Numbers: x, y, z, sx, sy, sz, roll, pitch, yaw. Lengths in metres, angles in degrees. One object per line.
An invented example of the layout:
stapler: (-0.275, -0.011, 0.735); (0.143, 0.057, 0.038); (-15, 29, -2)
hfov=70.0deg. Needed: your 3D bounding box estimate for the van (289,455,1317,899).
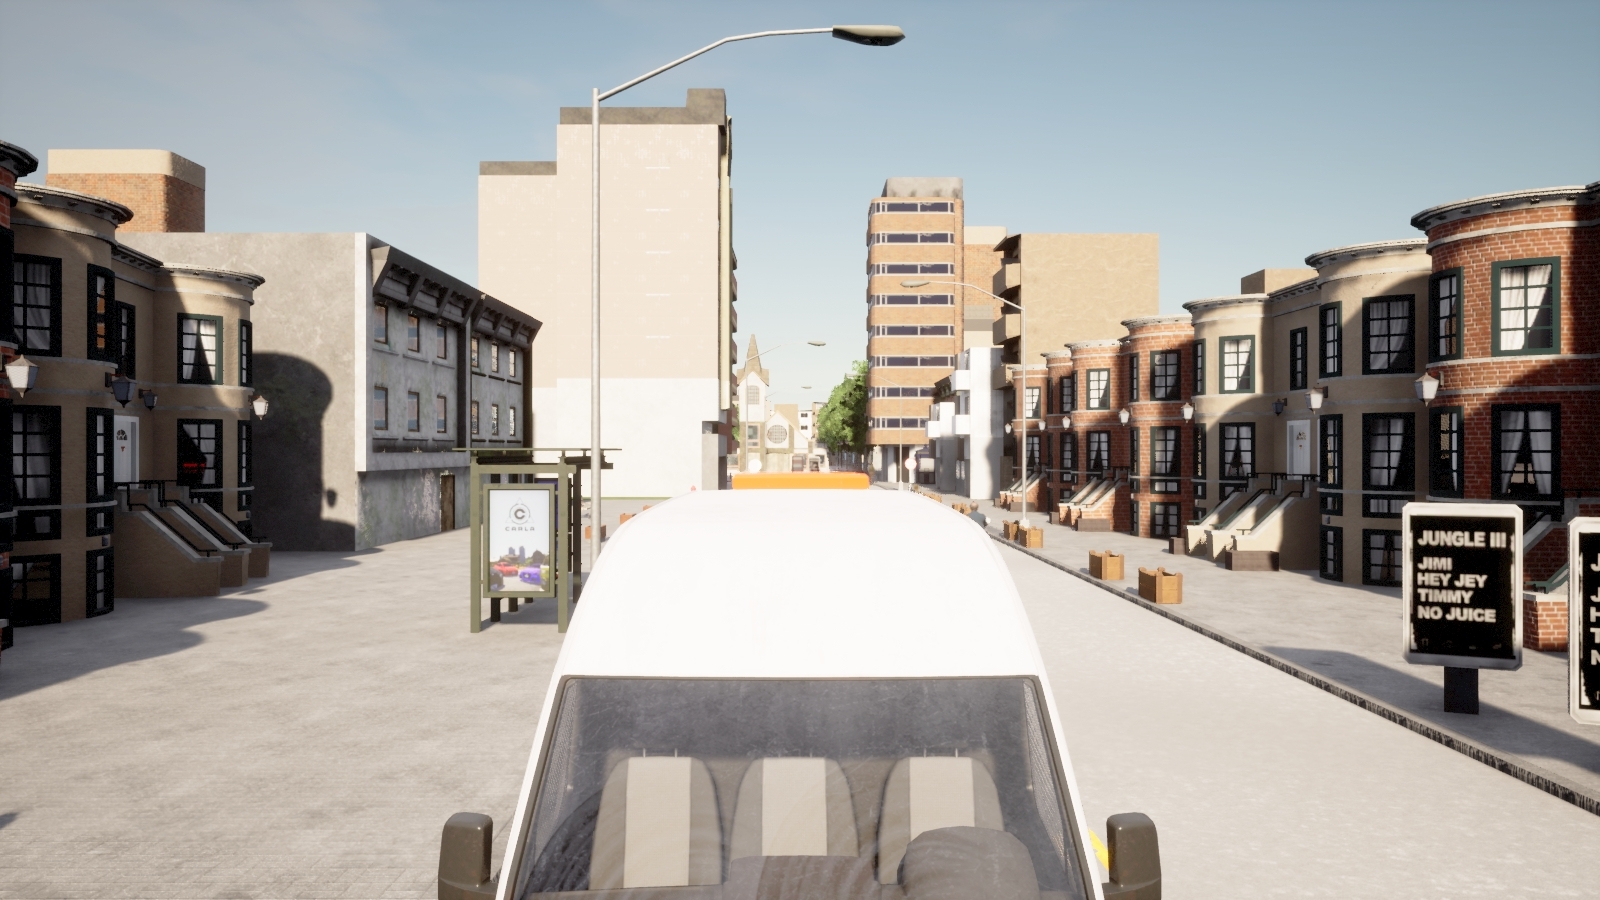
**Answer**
van: (0.007, 1.317, 5.167); (1.988, 2.561, 5.915); (0, 0, 0)
